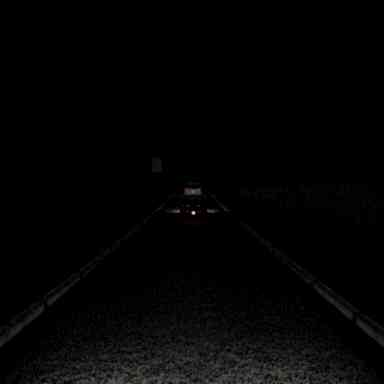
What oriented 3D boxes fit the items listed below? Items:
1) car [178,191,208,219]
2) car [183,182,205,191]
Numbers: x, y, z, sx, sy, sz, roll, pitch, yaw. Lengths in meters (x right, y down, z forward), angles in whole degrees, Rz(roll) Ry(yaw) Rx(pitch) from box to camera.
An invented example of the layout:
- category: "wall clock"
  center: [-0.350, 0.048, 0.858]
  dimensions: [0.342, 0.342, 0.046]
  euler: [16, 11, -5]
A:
- category: "car"
  center: [0.098, 0.957, 23.329]
  dimensions: [1.837, 1.490, 4.892]
  euler: [0, 2, 0]
- category: "car"
  center: [0.094, -0.145, 39.944]
  dimensions: [2.150, 2.045, 5.566]
  euler: [0, 3, 0]
